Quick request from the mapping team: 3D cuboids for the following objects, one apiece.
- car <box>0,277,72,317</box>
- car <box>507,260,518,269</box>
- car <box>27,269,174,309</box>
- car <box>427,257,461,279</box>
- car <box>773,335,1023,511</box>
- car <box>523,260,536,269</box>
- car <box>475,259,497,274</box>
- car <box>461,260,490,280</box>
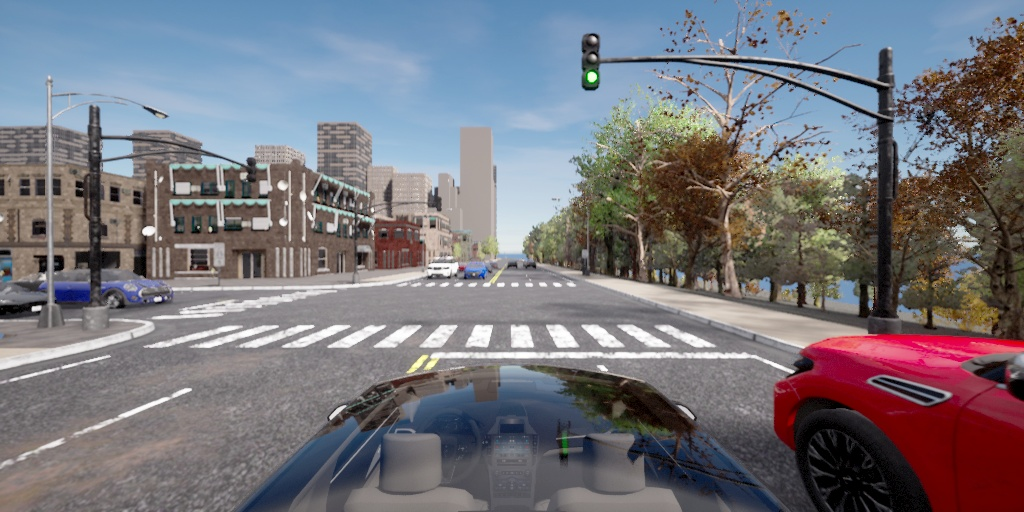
[{"bbox_3d":[-19.954,1.620,13.448,4.313,1.339,1.948,0,0,0],"label":"car"},{"bbox_3d":[0.078,1.524,64.469,1.837,1.490,4.892,0,0,0],"label":"car"},{"bbox_3d":[-18.096,1.371,16.105,4.553,1.767,2.097,-1,0,2],"label":"car"},{"bbox_3d":[-6.591,1.115,34.693,2.150,2.045,5.566,0,0,2],"label":"car"},{"bbox_3d":[3.348,0.967,0.729,2.150,2.045,5.566,0,0,0],"label":"car"},{"bbox_3d":[3.326,1.521,64.054,1.837,1.490,4.892,0,0,0],"label":"car"},{"bbox_3d":[-3.364,1.485,45.081,2.033,1.411,5.357,0,0,1],"label":"car"},{"bbox_3d":[-3.367,1.367,33.748,1.882,1.535,5.008,0,0,-1],"label":"car"}]
